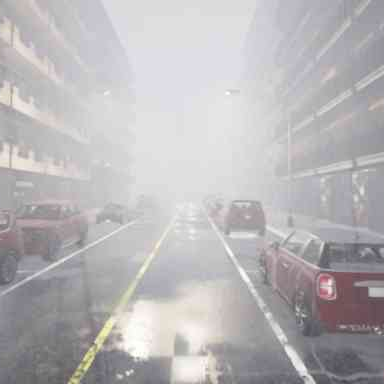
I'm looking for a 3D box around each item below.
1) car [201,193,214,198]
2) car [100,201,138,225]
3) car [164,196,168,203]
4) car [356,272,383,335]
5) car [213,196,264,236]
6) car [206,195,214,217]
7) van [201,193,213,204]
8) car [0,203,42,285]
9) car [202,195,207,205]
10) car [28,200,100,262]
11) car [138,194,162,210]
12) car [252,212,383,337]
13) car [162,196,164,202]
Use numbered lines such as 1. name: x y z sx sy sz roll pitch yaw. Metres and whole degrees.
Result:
1. car: 2.532 1.086 50.802 2.192 1.841 5.009 1 0 0
2. car: -5.308 1.442 23.203 1.947 1.339 4.313 1 0 0
3. car: -5.325 1.325 61.917 1.802 1.307 4.206 1 0 0
4. car: 2.583 1.538 1.021 1.887 1.381 4.507 1 0 0
5. car: 2.547 1.219 17.613 2.192 1.841 5.009 1 0 0
6. car: 2.539 1.292 28.677 1.967 1.590 4.097 1 0 0
7. van: 2.529 1.097 56.334 1.690 1.788 3.998 1 0 0
8. car: -5.294 1.278 6.609 2.192 1.841 5.009 1 0 0
9. car: 2.531 1.389 39.740 1.802 1.307 4.206 1 0 0
10. car: -5.297 1.248 12.139 2.192 1.841 5.009 1 0 0
11. car: -5.309 1.123 39.791 2.192 1.841 5.009 1 0 0
12. car: 2.590 1.403 6.552 1.967 1.590 4.097 1 0 0
13. car: -5.317 1.333 45.323 1.887 1.381 4.507 1 0 0
